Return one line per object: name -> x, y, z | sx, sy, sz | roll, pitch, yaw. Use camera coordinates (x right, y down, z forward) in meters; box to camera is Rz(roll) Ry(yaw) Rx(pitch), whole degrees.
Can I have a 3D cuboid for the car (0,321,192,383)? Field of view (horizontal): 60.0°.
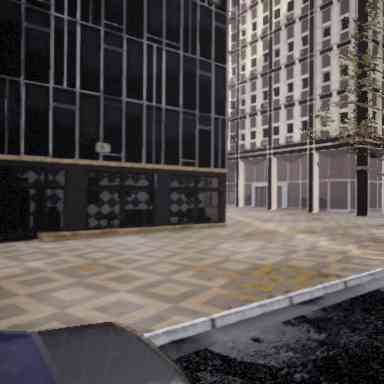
car -> -2.392, 1.549, 1.361 | 5.357, 1.411, 2.033 | 0, 0, -35
